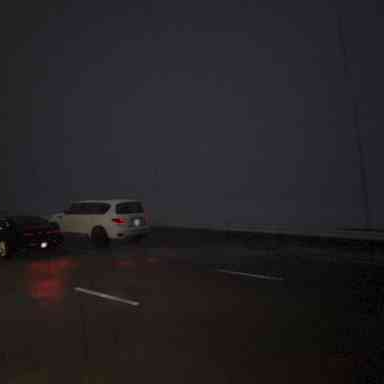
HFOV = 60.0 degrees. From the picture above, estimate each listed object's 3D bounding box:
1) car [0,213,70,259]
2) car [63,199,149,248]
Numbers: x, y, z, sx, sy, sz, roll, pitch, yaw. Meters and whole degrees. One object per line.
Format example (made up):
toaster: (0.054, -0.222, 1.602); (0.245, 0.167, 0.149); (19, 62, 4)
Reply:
car: (-7.293, 1.659, 13.394); (4.892, 1.490, 1.837); (0, 0, 36)
car: (-4.518, 1.367, 15.703); (5.566, 2.045, 2.150); (0, 0, 36)
